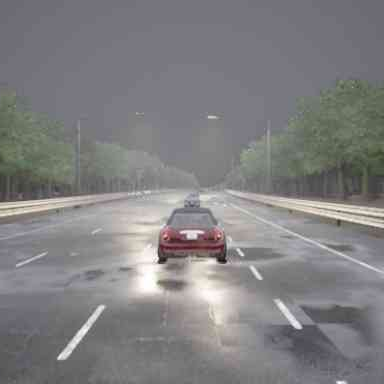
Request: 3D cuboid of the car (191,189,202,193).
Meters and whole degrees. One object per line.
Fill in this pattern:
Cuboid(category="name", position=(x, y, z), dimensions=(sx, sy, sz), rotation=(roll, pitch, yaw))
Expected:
Cuboid(category="car", position=(0.420, 0.626, 64.122), dimensions=(2.033, 1.411, 5.357), rotation=(0, 1, 2))

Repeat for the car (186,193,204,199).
Cuboid(category="car", position=(0.020, 1.157, 37.108), dimensions=(2.033, 1.411, 5.357), rotation=(0, 1, 0))

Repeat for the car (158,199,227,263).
Cuboid(category="car", position=(0.005, 1.306, 11.889), dimensions=(2.097, 1.767, 4.553), rotation=(0, 0, 0))

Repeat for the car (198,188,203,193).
Cuboid(category="car", position=(1.053, 0.381, 81.327), dimensions=(1.895, 1.301, 4.718), rotation=(0, 1, 3))
